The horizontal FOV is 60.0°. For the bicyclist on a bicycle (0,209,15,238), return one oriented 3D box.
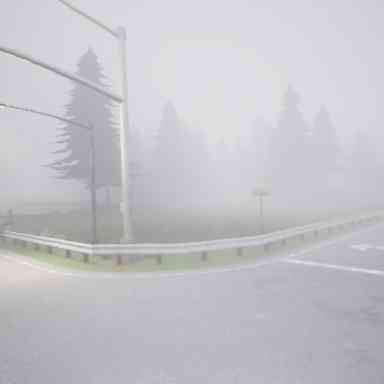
[{"bbox_3d":[-11.282,1.816,20.019,0.582,1.620,1.656,-6,-44,45],"label":"bicyclist on a bicycle"}]
